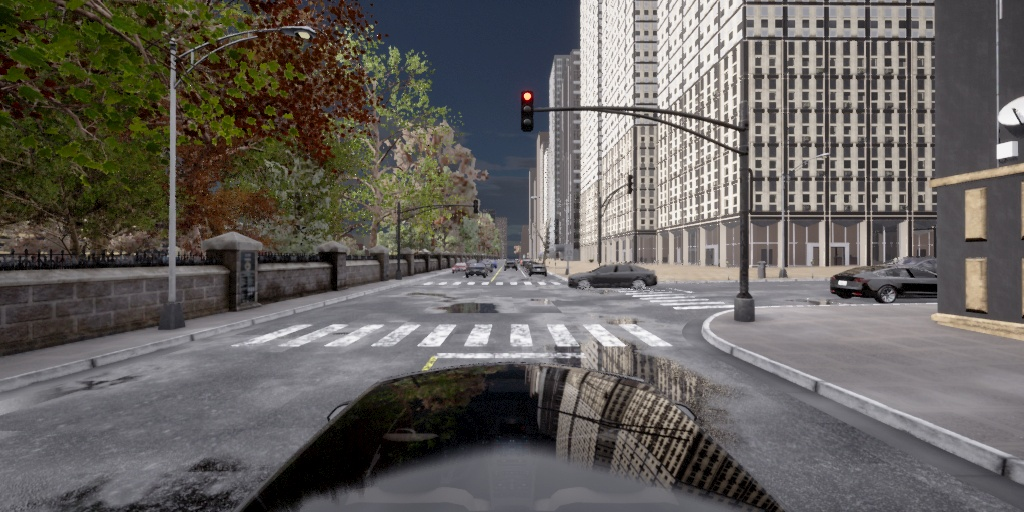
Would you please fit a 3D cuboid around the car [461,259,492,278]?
[{"bbox_3d":[-3.266,1.311,34.174,2.033,1.411,5.357,0,0,0],"label":"car"}]

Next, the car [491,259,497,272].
[{"bbox_3d":[-3.317,1.262,44.192,2.128,1.511,4.902,0,0,0],"label":"car"}]

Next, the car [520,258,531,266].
[{"bbox_3d":[2.453,1.339,47.412,1.948,1.339,4.313,0,0,0],"label":"car"}]

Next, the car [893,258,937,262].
[{"bbox_3d":[21.977,0.851,19.499,4.902,1.511,2.128,-1,0,-1],"label":"car"}]

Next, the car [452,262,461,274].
[{"bbox_3d":[-5.898,1.351,41.735,1.802,1.307,4.207,0,0,0],"label":"car"}]

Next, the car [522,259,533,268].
[{"bbox_3d":[2.482,1.335,41.779,1.948,1.339,4.313,0,0,0],"label":"car"}]

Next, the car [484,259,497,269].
[{"bbox_3d":[-3.370,1.261,56.882,1.882,1.535,5.008,0,0,0],"label":"car"}]

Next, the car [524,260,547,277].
[{"bbox_3d":[2.512,1.330,36.147,1.948,1.339,4.313,0,0,0],"label":"car"}]

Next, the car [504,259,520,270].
[{"bbox_3d":[-0.161,1.283,52.314,1.837,1.490,4.892,0,0,0],"label":"car"}]

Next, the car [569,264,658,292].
[{"bbox_3d":[5.674,1.191,20.376,4.892,1.490,1.837,-2,1,15],"label":"car"}]

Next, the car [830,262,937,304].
[{"bbox_3d":[14.627,1.026,13.628,4.313,1.339,1.948,0,0,-1],"label":"car"}]
